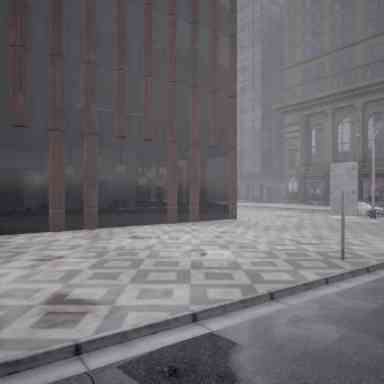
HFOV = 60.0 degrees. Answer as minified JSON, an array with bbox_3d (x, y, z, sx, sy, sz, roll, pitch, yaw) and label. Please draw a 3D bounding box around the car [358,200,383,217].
[{"bbox_3d":[14.812,1.471,29.704,1.812,1.442,4.674,0,0,-36],"label":"car"}]
